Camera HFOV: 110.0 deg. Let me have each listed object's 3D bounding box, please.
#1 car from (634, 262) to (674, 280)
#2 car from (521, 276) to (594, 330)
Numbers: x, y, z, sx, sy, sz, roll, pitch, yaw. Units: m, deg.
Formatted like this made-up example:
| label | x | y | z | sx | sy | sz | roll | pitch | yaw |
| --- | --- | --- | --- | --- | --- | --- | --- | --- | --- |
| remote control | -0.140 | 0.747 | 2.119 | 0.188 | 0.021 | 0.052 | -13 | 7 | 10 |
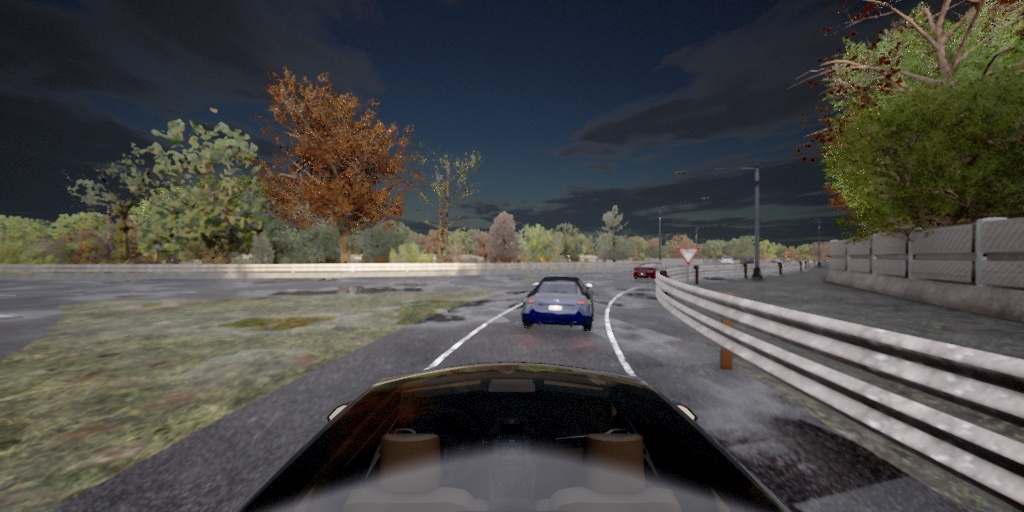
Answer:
| label | x | y | z | sx | sy | sz | roll | pitch | yaw |
| --- | --- | --- | --- | --- | --- | --- | --- | --- | --- |
| car | 12.286 | 1.301 | 30.911 | 1.882 | 1.535 | 5.008 | -1 | -1 | 44 |
| car | 1.565 | 1.333 | 11.350 | 1.994 | 1.385 | 4.181 | 0 | 0 | 12 |
